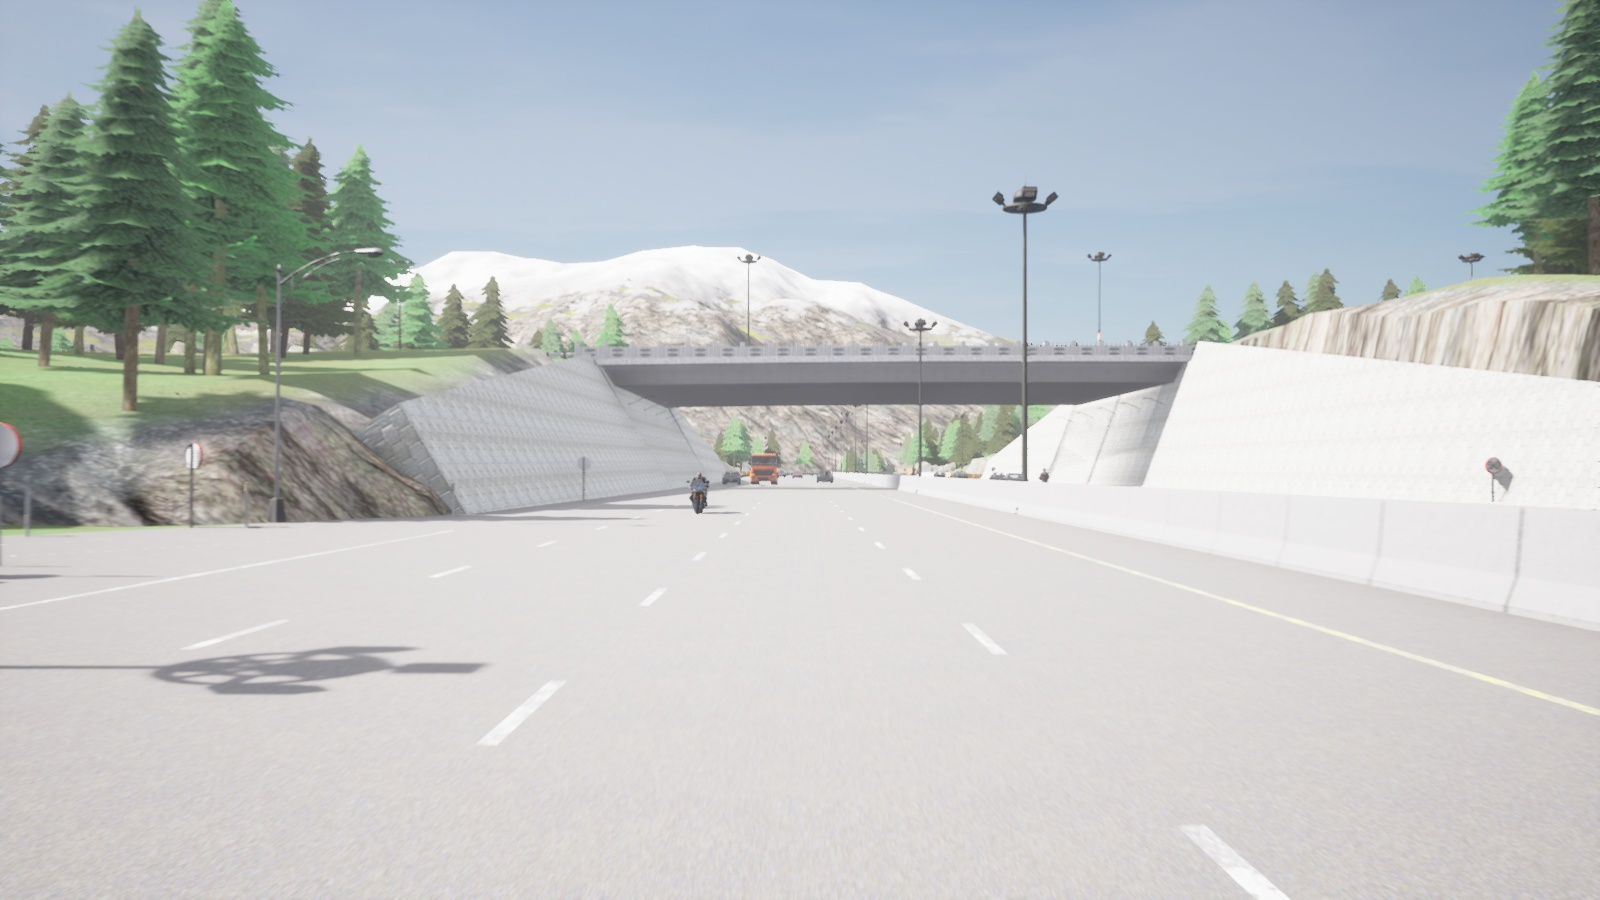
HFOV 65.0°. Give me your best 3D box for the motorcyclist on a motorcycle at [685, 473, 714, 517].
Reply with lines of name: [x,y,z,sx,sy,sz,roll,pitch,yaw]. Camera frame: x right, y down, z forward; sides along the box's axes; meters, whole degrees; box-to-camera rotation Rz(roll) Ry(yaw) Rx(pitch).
motorcyclist on a motorcycle: [-3.610,1.610,45.298,0.866,1.530,2.191,0,-1,0]
